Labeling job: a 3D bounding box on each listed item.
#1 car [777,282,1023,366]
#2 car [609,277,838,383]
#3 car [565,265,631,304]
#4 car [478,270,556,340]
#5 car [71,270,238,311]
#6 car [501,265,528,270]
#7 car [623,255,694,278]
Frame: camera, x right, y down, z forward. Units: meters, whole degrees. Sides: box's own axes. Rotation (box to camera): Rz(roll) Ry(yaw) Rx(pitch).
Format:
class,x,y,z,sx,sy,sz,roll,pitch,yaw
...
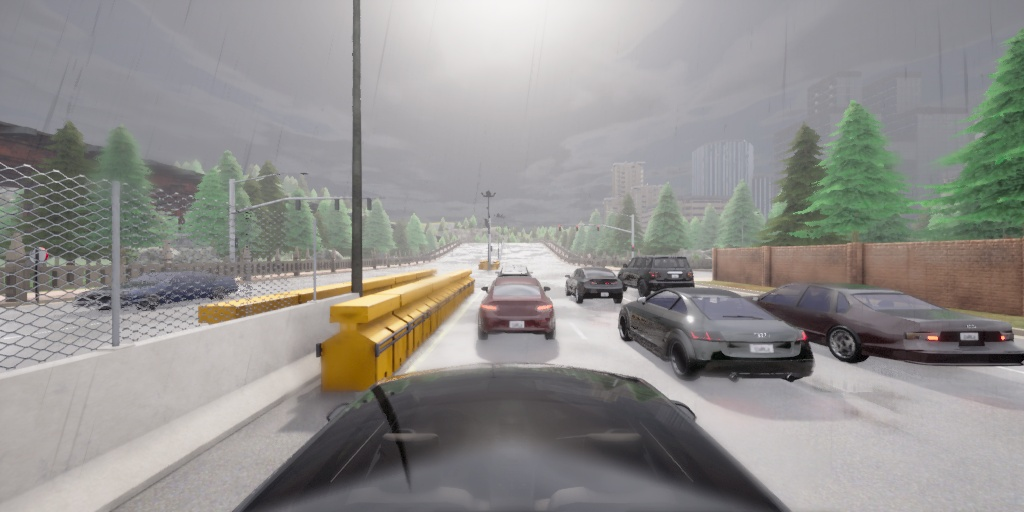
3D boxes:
class,x,y,z,sx,sy,sz,roll,pitch,yaw
car,7.109,1.297,8.084,2.033,1.411,5.357,0,0,0
car,3.612,1.314,7.220,1.994,1.385,4.181,0,0,-1
car,3.618,1.255,16.387,1.837,1.490,4.892,0,0,0
car,0.112,1.276,9.851,1.812,1.442,4.674,0,0,0
car,-14.006,1.298,14.681,2.033,1.411,5.357,0,0,1
car,0.123,1.241,19.097,2.128,1.511,4.902,0,0,0
car,7.120,0.972,18.326,2.150,2.045,5.566,0,0,0
